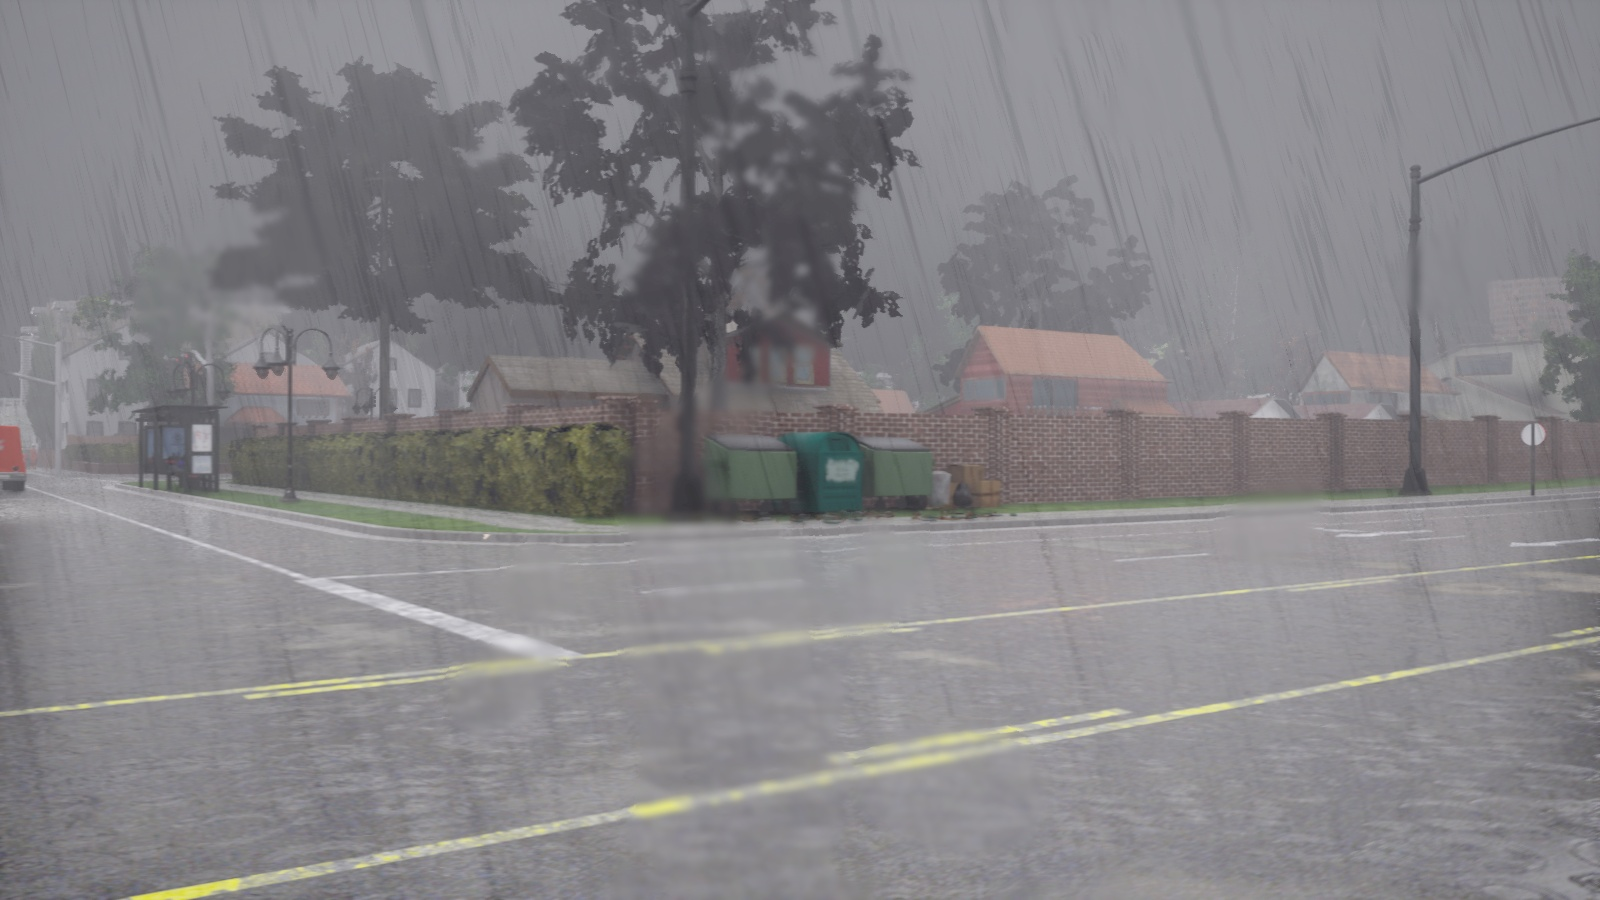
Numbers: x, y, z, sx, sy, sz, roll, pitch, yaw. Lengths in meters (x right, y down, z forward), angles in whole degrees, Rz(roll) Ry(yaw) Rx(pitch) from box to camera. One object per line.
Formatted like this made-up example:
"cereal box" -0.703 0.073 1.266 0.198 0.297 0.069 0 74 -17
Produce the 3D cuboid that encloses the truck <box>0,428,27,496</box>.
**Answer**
"truck" -30.668 0.439 46.998 2.627 2.467 5.204 0 0 -35
